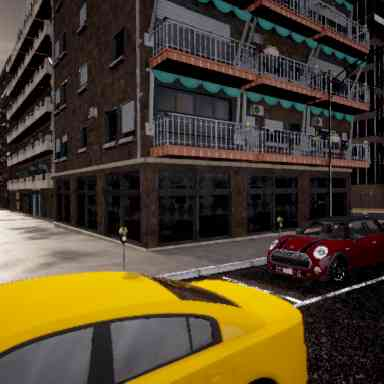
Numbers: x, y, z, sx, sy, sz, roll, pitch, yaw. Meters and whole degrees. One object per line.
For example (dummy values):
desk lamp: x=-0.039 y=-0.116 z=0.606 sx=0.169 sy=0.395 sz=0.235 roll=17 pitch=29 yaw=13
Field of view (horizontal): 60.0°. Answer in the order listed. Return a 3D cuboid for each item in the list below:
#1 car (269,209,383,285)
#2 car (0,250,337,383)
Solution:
car: x=3.987 y=1.438 z=9.431 sx=4.097 sy=1.590 sz=1.967 roll=0 pitch=-1 yaw=-36
car: x=-1.217 y=1.477 z=2.507 sx=5.008 sy=1.535 sz=1.882 roll=0 pitch=0 yaw=-36
